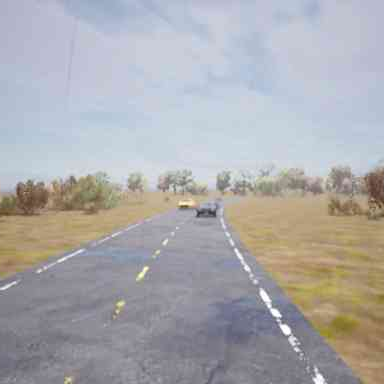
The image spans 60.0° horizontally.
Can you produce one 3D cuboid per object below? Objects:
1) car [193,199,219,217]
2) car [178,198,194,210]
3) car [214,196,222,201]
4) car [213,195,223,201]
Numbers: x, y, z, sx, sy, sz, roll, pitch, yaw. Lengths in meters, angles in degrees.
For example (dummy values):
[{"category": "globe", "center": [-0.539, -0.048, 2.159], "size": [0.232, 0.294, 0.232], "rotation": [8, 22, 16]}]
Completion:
[{"category": "car", "center": [1.462, 1.676, 32.561], "size": [1.895, 1.301, 4.718], "rotation": [0, 0, 5]}, {"category": "car", "center": [-0.687, 1.575, 43.891], "size": [1.882, 1.535, 5.008], "rotation": [0, 0, 6]}, {"category": "car", "center": [2.815, 1.656, 46.720], "size": [2.033, 1.411, 5.357], "rotation": [0, 0, 7]}, {"category": "car", "center": [7.060, 1.738, 91.416], "size": [2.128, 1.511, 4.902], "rotation": [0, 0, 12]}]
